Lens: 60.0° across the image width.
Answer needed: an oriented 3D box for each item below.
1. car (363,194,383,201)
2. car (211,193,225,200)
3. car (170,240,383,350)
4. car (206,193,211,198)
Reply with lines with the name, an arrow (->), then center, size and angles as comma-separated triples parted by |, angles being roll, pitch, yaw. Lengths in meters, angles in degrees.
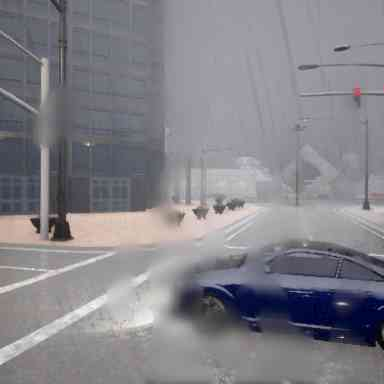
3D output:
car -> 44.608, 1.246, 81.871 | 2.097, 1.767, 4.553 | 0, 0, -27
car -> 6.858, 1.229, 81.873 | 2.128, 1.511, 4.902 | 0, 0, 17
car -> 1.747, 1.553, 5.685 | 4.181, 1.385, 1.994 | 0, 0, 17
car -> 5.323, 1.131, 93.339 | 5.008, 1.535, 1.882 | 0, 0, -3
